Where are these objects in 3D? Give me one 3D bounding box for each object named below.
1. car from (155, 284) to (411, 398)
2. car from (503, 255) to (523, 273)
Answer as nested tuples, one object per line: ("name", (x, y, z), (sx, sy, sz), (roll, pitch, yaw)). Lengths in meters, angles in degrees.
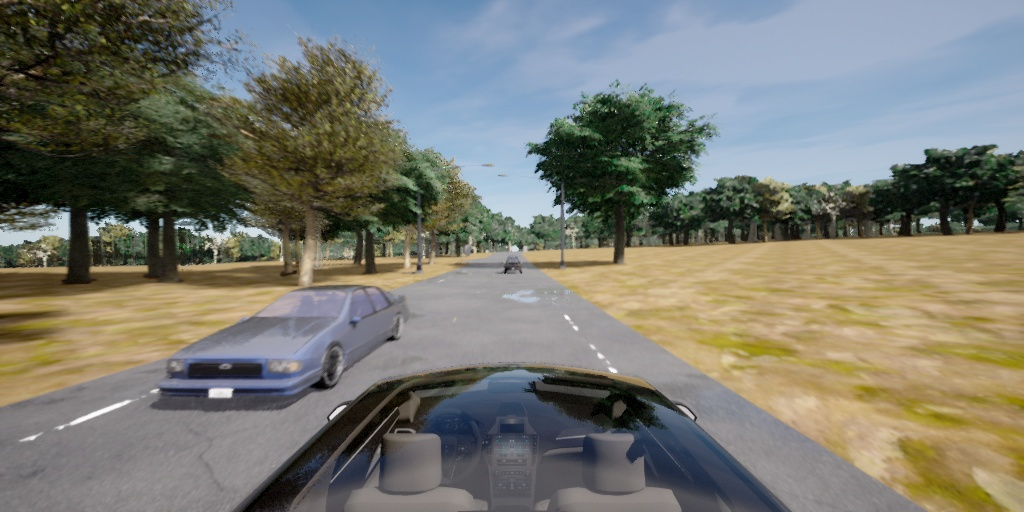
("car", (-3.544, 1.286, 7.047), (2.033, 1.411, 5.357), (0, 0, 0))
("car", (0.116, 0.963, 37.664), (1.837, 1.490, 4.892), (0, 1, 0))
